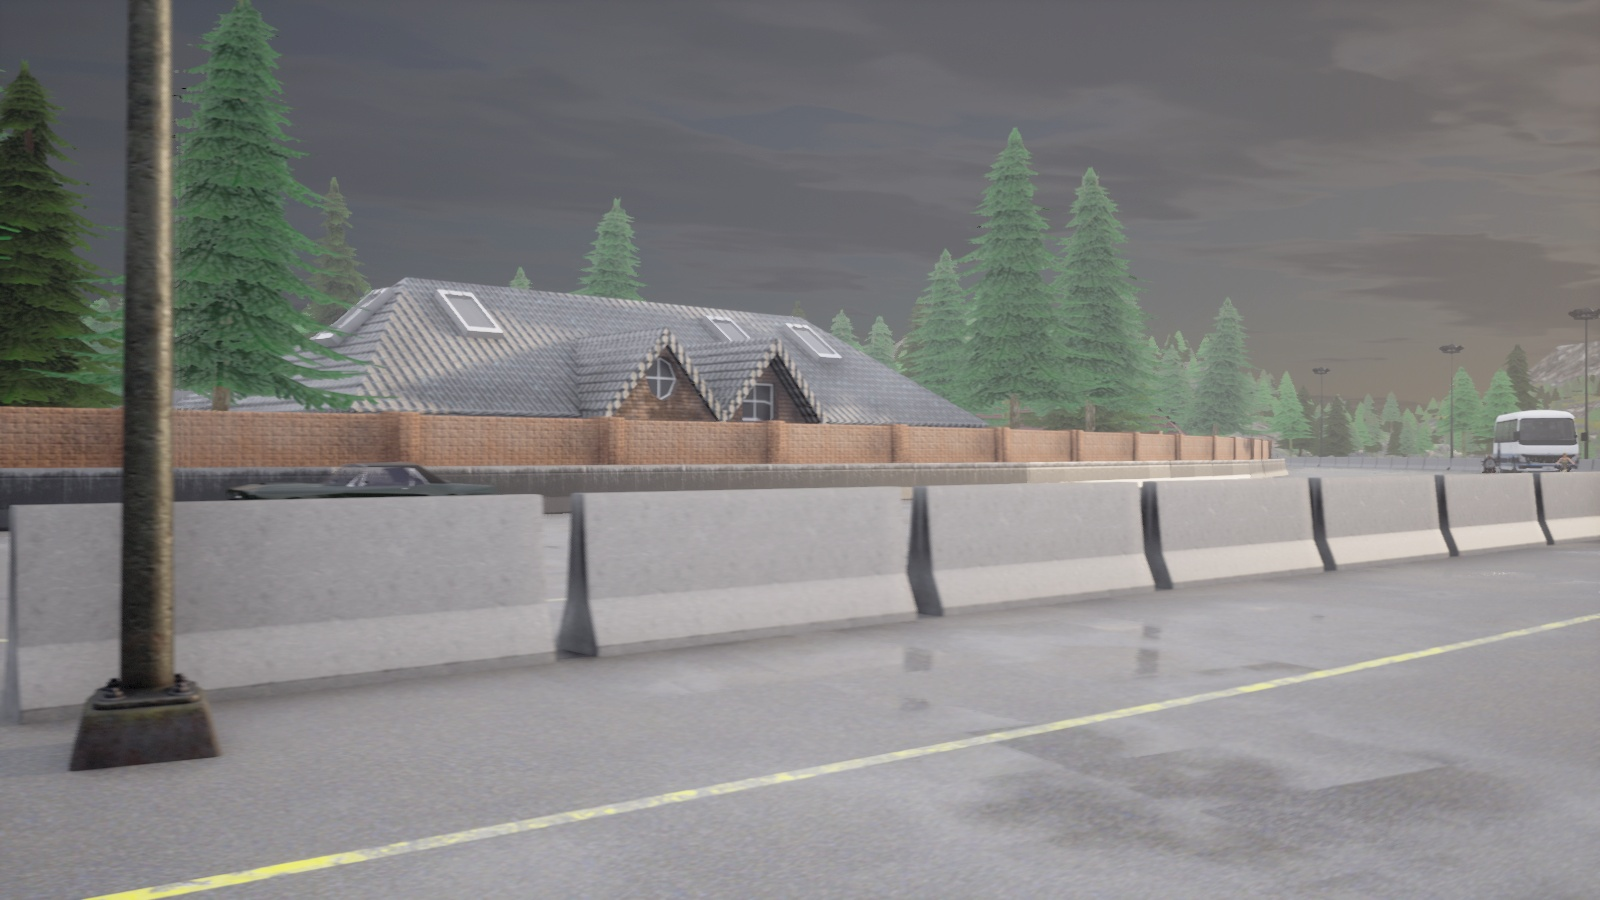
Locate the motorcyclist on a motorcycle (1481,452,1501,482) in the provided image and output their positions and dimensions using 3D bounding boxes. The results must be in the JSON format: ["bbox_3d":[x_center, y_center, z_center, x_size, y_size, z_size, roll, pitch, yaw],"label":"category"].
[{"bbox_3d":[36.048,0.875,65.557,0.866,1.530,2.191,-1,0,28],"label":"motorcyclist on a motorcycle"}]

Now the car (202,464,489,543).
[{"bbox_3d":[-8.450,0.929,23.575,4.718,1.301,1.895,0,0,-38],"label":"car"}]

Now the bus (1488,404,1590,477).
[{"bbox_3d":[46.031,-0.524,78.585,3.944,4.253,10.273,0,0,21],"label":"bus"}]
